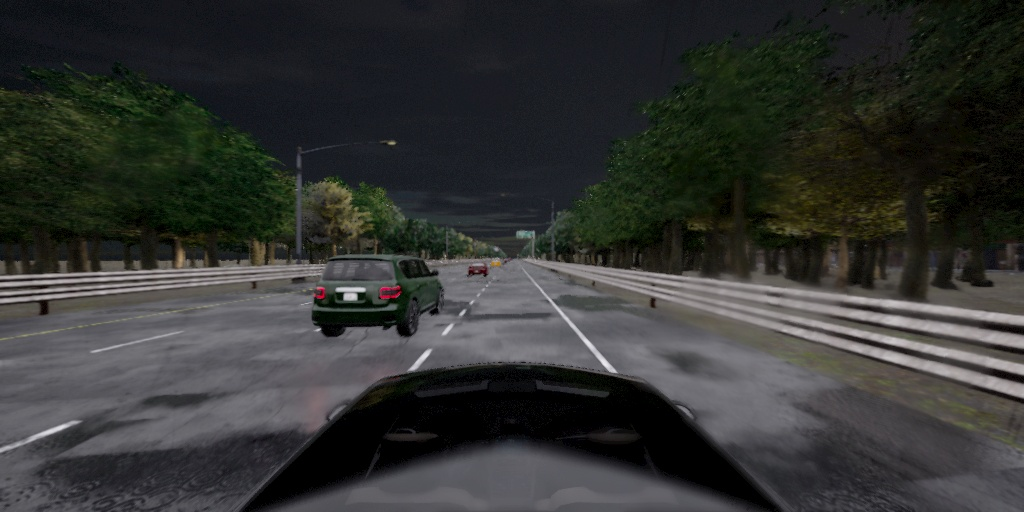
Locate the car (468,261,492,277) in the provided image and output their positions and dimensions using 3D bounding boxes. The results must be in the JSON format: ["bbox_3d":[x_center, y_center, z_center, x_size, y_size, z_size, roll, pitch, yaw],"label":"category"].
[{"bbox_3d":[-3.449,1.347,37.567,1.882,1.535,5.008,0,0,0],"label":"car"}]

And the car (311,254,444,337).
[{"bbox_3d":[-3.501,0.984,10.456,2.150,2.045,5.566,0,0,0],"label":"car"}]
